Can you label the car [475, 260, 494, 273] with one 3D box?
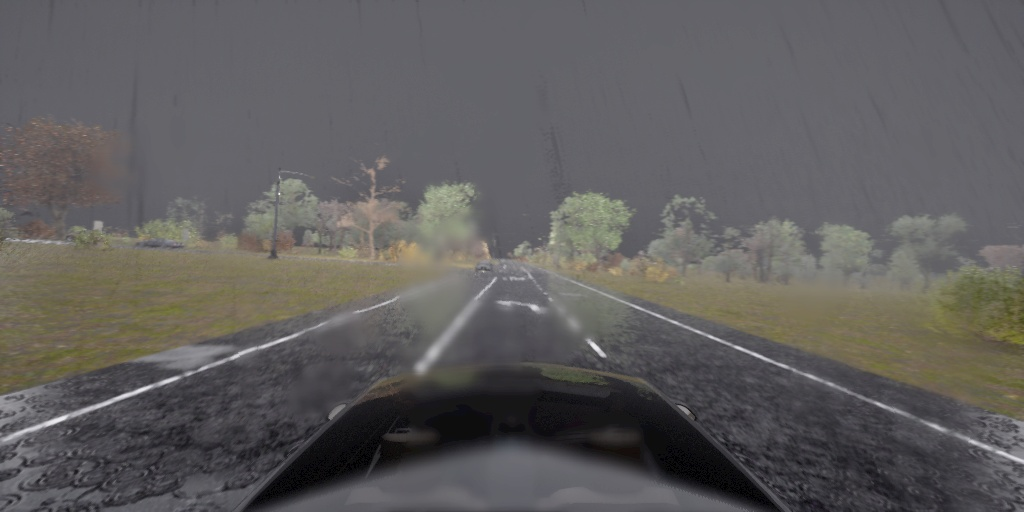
[{"bbox_3d":[-3.193,1.199,42.575,1.994,1.385,4.181,3,1,0],"label":"car"}]
